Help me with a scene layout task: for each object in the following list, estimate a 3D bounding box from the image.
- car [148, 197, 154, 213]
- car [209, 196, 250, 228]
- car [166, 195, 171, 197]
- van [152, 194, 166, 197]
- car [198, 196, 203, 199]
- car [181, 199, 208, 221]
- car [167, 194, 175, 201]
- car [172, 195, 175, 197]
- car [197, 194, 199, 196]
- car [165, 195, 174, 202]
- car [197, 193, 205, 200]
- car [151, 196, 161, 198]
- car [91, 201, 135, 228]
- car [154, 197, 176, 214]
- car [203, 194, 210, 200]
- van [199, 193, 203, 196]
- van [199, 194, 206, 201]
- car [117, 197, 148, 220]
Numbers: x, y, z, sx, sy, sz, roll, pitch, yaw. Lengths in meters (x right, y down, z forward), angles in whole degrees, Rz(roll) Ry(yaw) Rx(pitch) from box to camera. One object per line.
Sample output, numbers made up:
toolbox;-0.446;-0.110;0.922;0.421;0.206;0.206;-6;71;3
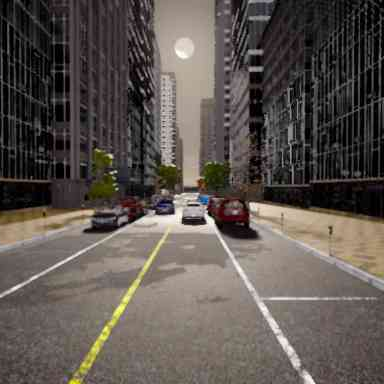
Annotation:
car;-5.310;1.544;33.162;2.008;1.369;4.403;-1;0;0
car;2.529;1.309;21.891;2.192;1.841;5.009;-1;0;0
car;-5.303;1.311;55.756;2.192;1.841;5.009;-1;0;0
van;-5.305;1.336;50.107;1.690;1.788;3.998;-1;0;0
car;0.121;1.558;43.188;1.994;1.385;4.181;0;0;0
car;0.111;1.519;27.321;1.812;1.442;4.674;0;0;0
car;-5.288;1.444;83.999;1.967;1.590;4.097;-1;0;0
car;-5.291;1.582;72.702;1.802;1.307;4.206;-1;0;0
car;2.589;1.551;72.729;2.008;1.369;4.403;-1;0;0
car;-5.291;1.547;78.352;1.887;1.381;4.507;-1;0;0
car;2.596;1.324;95.324;2.192;1.841;5.009;-1;0;0
car;-5.304;1.576;44.459;1.802;1.307;4.206;-1;0;0
car;-5.315;1.544;21.865;2.008;1.369;4.403;-1;0;0
car;-2.733;1.534;35.111;1.812;1.442;4.674;0;0;0
car;2.534;1.308;33.188;2.192;1.841;5.009;-1;0;0
van;2.580;1.338;61.432;1.690;1.788;3.998;-1;0;0
van;2.591;1.345;84.027;1.690;1.788;3.998;-1;0;0
car;-5.316;1.308;27.514;2.192;1.841;5.009;-1;0;0
